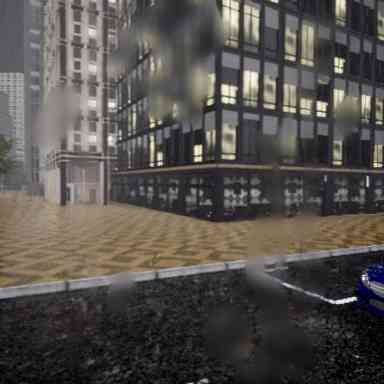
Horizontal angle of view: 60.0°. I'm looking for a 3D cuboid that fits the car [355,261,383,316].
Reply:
[{"bbox_3d":[5.066,1.465,6.031,4.674,1.442,1.812,0,1,-28],"label":"car"}]
